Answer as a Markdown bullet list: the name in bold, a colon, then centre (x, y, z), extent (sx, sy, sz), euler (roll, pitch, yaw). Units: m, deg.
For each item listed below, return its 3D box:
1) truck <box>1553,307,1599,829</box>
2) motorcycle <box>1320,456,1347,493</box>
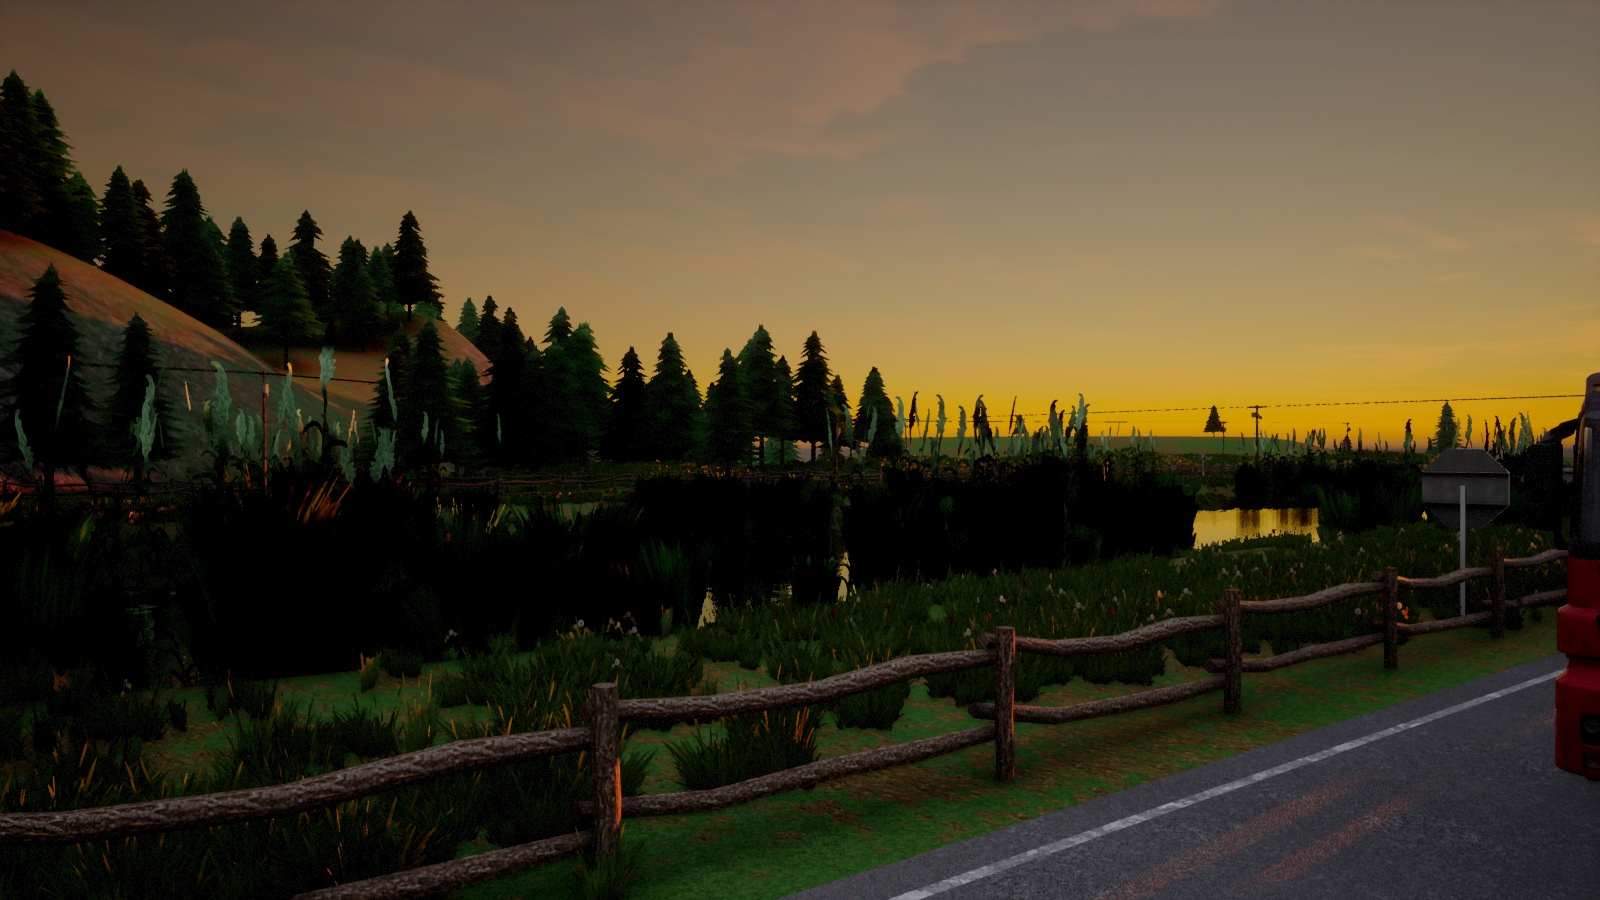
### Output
- **truck**: centre (9.435, 0.862, 10.925), extent (2.891, 3.827, 8.468), euler (0, 0, 39)
- **motorcycle**: centre (34.806, 1.577, 74.501), extent (2.033, 2.348, 0.803), euler (0, 0, -39)
